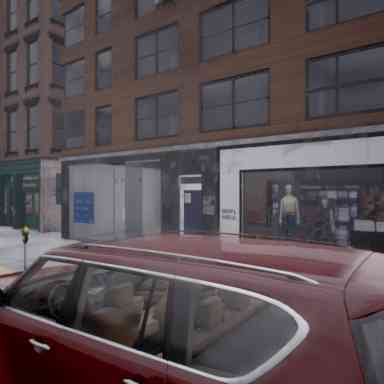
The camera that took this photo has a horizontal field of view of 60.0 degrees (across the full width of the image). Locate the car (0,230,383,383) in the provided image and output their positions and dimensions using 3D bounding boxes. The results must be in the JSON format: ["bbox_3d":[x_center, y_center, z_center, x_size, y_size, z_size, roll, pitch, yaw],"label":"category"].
[{"bbox_3d":[-0.490,1.315,3.164,5.009,1.841,2.192,0,0,36],"label":"car"}]
